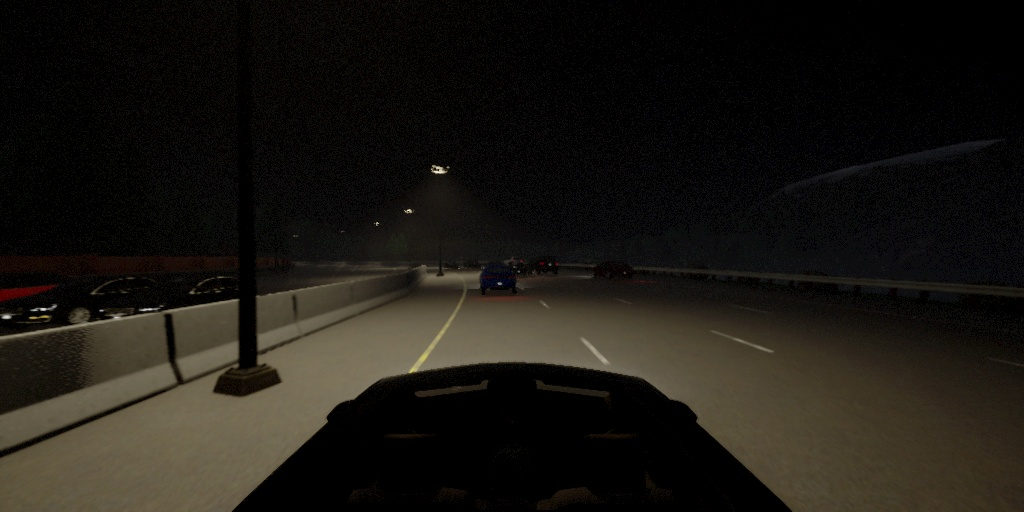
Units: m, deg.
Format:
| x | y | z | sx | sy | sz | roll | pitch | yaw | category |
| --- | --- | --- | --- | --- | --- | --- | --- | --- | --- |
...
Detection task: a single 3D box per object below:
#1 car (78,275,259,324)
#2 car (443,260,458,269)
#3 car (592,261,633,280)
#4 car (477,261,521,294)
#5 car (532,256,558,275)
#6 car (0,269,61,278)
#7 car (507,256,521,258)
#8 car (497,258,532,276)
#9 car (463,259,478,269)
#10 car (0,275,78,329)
| x | y | z | sx | sy | sz | roll | pitch | yaw | category |
| --- | --- | --- | --- | --- | --- | --- | --- | --- | --- |
| -10.781 | 1.425 | 12.100 | 1.837 | 1.490 | 4.892 | -1 | -1 | -3 | car |
| -10.499 | 1.477 | 60.891 | 2.128 | 1.511 | 4.902 | -1 | 0 | -21 | car |
| 8.374 | 1.152 | 30.369 | 1.882 | 1.535 | 5.008 | 0 | 0 | -9 | car |
| -0.895 | 1.268 | 20.829 | 1.882 | 1.535 | 5.008 | -1 | 0 | -6 | car |
| 3.282 | 0.981 | 38.885 | 2.150 | 2.045 | 5.566 | -1 | 0 | -12 | car |
| -17.785 | 1.366 | 12.051 | 2.097 | 1.767 | 4.553 | -1 | 0 | -3 | car |
| 0.098 | 1.061 | 62.830 | 2.150 | 2.045 | 5.566 | 0 | 0 | -21 | car |
| 0.135 | 1.292 | 36.961 | 2.128 | 1.511 | 4.902 | -1 | 0 | -12 | car |
| -7.020 | 1.288 | 61.697 | 2.097 | 1.767 | 4.553 | -1 | 0 | -21 | car |
| -14.295 | 1.480 | 12.462 | 1.837 | 1.490 | 4.892 | -1 | 0 | -3 | car |
